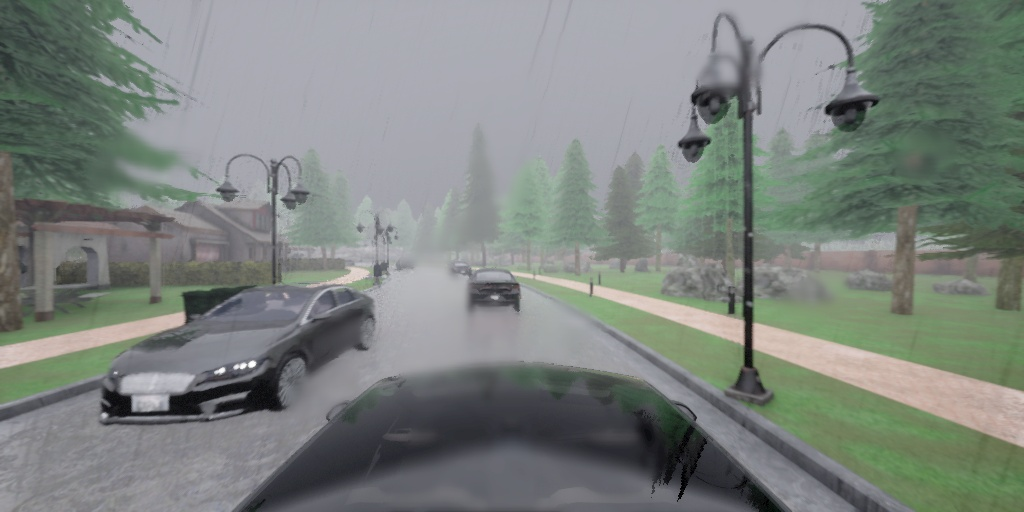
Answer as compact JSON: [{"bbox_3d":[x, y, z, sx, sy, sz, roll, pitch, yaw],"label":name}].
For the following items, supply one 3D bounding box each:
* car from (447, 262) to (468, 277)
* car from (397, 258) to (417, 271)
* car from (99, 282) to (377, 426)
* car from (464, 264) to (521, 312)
[{"bbox_3d":[-4.985,1.243,34.311,1.812,1.442,4.674,0,0,-16],"label":"car"},{"bbox_3d":[-14.194,1.082,48.169,2.097,1.767,4.553,0,0,-25],"label":"car"},{"bbox_3d":[-3.845,1.249,6.138,2.128,1.511,4.902,0,0,-3],"label":"car"},{"bbox_3d":[-0.799,1.211,14.228,1.882,1.535,5.008,0,0,-6],"label":"car"}]
